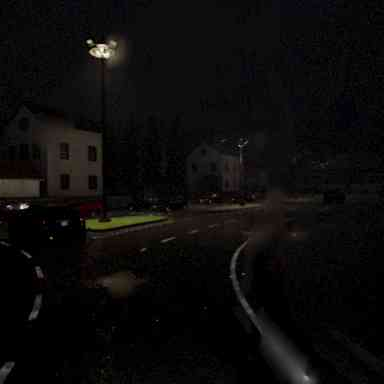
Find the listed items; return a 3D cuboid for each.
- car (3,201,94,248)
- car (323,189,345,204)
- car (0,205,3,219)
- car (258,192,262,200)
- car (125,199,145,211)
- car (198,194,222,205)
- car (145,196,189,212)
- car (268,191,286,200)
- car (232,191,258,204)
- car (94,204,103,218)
[{"bbox_3d":[-6.617,1.314,15.034,2.097,1.767,4.553,-1,1,-43],"label":"car"},{"bbox_3d":[20.287,0.555,47.425,2.150,2.045,5.566,0,1,33],"label":"car"},{"bbox_3d":[-14.120,1.512,26.735,5.357,1.411,2.033,-1,1,-38],"label":"car"},{"bbox_3d":[11.167,0.692,61.155,2.097,1.767,4.553,0,1,33],"label":"car"},{"bbox_3d":[-5.068,1.363,36.496,1.895,1.301,4.718,0,1,35],"label":"car"},{"bbox_3d":[2.636,1.055,48.110,2.128,1.511,4.902,0,0,33],"label":"car"},{"bbox_3d":[-2.267,1.247,34.462,1.837,1.490,4.892,0,0,36],"label":"car"},{"bbox_3d":[15.879,0.623,61.933,2.097,1.767,4.553,0,1,33],"label":"car"},{"bbox_3d":[7.639,0.992,49.344,1.837,1.490,4.892,0,0,33],"label":"car"},{"bbox_3d":[-9.380,1.430,26.389,4.674,1.442,1.812,-1,1,-43],"label":"car"}]
